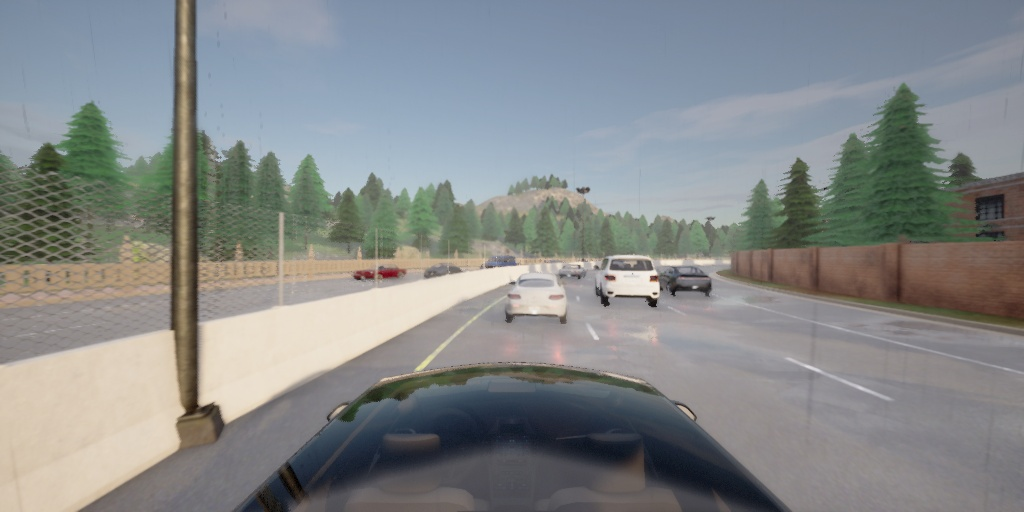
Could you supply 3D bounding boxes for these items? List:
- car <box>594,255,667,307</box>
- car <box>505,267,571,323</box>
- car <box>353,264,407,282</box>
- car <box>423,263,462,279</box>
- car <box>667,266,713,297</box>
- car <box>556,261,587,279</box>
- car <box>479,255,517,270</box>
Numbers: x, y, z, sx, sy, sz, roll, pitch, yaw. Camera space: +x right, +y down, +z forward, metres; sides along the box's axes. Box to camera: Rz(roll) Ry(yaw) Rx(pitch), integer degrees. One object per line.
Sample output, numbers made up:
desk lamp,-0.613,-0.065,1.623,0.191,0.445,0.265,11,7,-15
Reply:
car,4.928,0.992,15.925,2.150,2.045,5.566,0,0,10
car,0.873,1.278,12.091,1.812,1.442,4.674,0,0,6
car,-10.419,1.302,28.582,1.895,1.301,4.718,0,0,15
car,-5.985,1.284,31.261,1.994,1.385,4.181,0,0,17
car,9.159,1.280,19.333,2.128,1.511,4.902,0,0,12
car,5.569,1.372,32.452,1.895,1.301,4.718,0,0,19
car,-1.227,0.962,34.750,2.150,2.045,5.566,0,0,19
